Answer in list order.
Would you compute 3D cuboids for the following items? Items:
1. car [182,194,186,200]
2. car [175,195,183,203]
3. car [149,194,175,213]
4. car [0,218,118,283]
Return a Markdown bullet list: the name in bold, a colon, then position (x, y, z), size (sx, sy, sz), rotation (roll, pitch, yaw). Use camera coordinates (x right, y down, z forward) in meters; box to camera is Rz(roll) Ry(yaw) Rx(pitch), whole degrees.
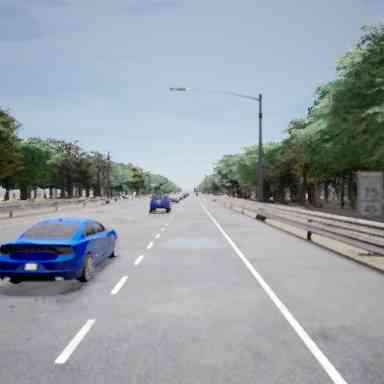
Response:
- **car**: position (-3.330, 1.687, 92.976), size (1.895, 1.301, 4.718), rotation (0, 0, 0)
- **car**: position (-3.436, 1.655, 68.817), size (1.895, 1.301, 4.718), rotation (0, 0, 0)
- **car**: position (-3.498, 1.237, 37.665), size (2.150, 2.045, 5.566), rotation (0, 0, 0)
- **car**: position (-3.501, 1.481, 9.710), size (1.882, 1.535, 5.008), rotation (0, 0, 0)
